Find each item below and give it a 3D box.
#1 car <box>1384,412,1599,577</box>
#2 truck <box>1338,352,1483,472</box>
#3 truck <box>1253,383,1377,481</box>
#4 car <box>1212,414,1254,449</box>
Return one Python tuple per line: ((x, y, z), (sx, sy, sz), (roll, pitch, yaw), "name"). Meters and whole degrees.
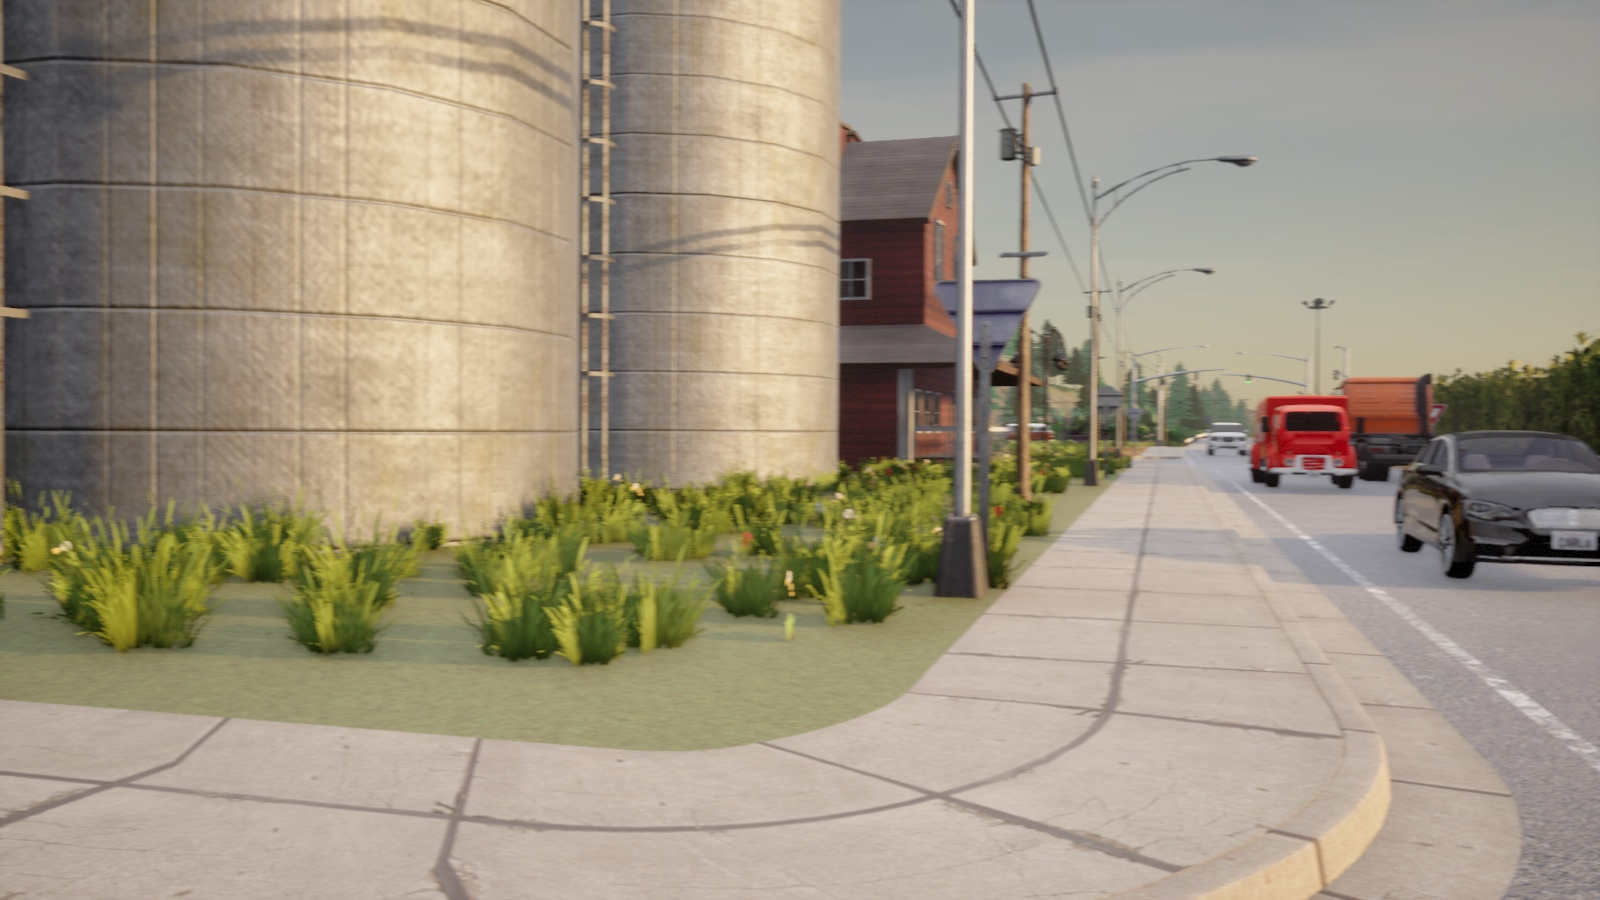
((7.977, 0.361, 13.886), (2.128, 1.511, 4.902), (0, 1, 17), "car")
((19.371, -1.154, 40.328), (2.891, 3.462, 7.936), (0, 1, 16), "truck")
((14.002, -0.501, 34.483), (2.627, 2.467, 5.204), (0, 1, 16), "truck")
((26.661, -1.165, 77.469), (2.150, 2.045, 5.566), (0, 1, 16), "car")
